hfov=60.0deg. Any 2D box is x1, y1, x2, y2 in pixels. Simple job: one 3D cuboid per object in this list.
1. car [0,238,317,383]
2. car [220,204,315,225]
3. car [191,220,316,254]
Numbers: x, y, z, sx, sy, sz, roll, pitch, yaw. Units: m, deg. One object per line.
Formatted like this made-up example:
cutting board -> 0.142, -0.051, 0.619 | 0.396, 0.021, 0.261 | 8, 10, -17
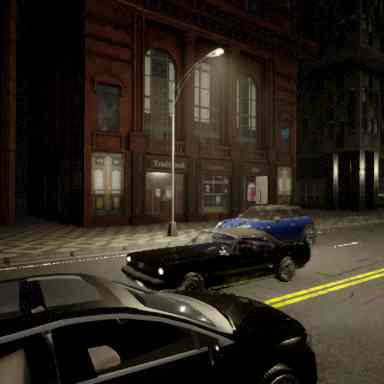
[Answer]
car -> -0.959, 1.492, 2.756 | 4.902, 1.511, 2.128 | 0, 0, -35
car -> 3.039, 1.345, 13.769 | 4.553, 1.767, 2.097 | 0, 0, -35
car -> 0.744, 1.600, 8.176 | 4.718, 1.301, 1.895 | 0, 0, -35
